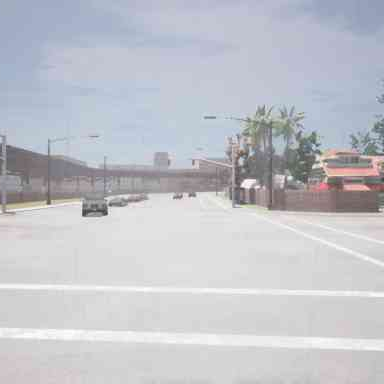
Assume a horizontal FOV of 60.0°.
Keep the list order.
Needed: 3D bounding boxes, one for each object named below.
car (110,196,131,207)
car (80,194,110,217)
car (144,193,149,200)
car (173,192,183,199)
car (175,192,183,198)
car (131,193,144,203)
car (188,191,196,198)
[{"bbox_3d":[-10.525,1.395,47.345,2.033,1.411,5.357,0,1,0],"label":"car"},{"bbox_3d":[-9.281,1.194,31.443,2.150,2.045,5.566,-1,0,-17],"label":"car"},{"bbox_3d":[-10.423,1.010,71.142,1.812,1.442,4.674,0,1,0],"label":"car"},{"bbox_3d":[-3.417,0.963,76.862,1.895,1.301,4.718,0,1,0],"label":"car"},{"bbox_3d":[-3.406,0.709,87.180,1.994,1.385,4.181,0,1,0],"label":"car"},{"bbox_3d":[-10.492,1.247,60.050,1.994,1.385,4.181,0,1,1],"label":"car"},{"bbox_3d":[0.094,0.519,86.818,2.097,1.767,4.553,0,1,0],"label":"car"}]
